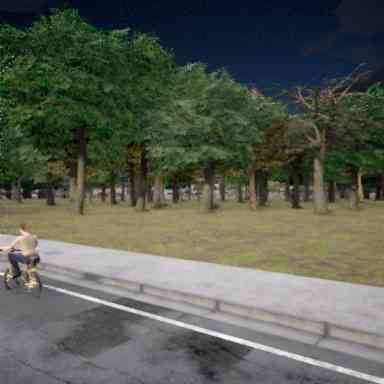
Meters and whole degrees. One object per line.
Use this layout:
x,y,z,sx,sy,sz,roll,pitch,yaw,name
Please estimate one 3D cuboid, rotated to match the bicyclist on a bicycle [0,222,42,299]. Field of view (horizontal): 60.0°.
-3.748,1.475,7.355,1.509,1.612,0.866,0,0,35,bicyclist on a bicycle
